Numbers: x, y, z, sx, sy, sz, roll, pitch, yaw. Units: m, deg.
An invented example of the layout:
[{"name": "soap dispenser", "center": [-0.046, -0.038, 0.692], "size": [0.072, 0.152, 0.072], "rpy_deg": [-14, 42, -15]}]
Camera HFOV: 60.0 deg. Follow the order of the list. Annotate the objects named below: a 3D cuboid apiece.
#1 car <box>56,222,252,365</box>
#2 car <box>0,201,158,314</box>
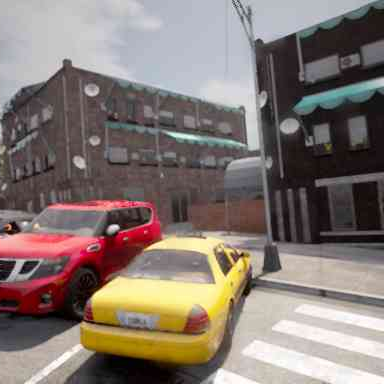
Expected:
[{"name": "car", "center": [0.053, 1.498, 6.314], "size": [1.946, 1.575, 5.366], "rpy_deg": [0, -1, 16]}, {"name": "car", "center": [-2.463, 1.256, 7.868], "size": [2.435, 2.045, 5.566], "rpy_deg": [0, -1, 15]}]
